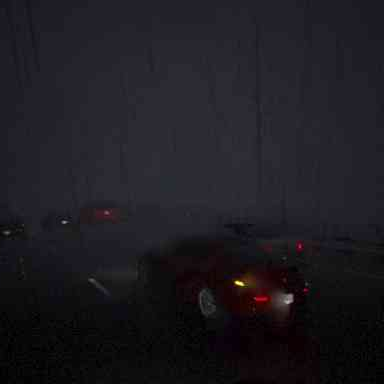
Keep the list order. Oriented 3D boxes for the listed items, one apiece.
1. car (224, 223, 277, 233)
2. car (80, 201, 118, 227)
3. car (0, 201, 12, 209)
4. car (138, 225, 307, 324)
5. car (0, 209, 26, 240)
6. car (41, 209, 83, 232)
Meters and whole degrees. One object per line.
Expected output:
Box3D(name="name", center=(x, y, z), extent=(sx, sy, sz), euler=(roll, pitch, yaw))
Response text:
Box3D(name="car", center=(1.654, 1.786, 12.108), extent=(1.895, 1.301, 4.718), euler=(1, -1, -31))
Box3D(name="car", center=(-7.968, 1.774, 27.992), extent=(2.150, 2.045, 5.566), euler=(1, -2, -31))
Box3D(name="car", center=(-19.313, 1.969, 33.204), extent=(2.150, 2.045, 5.566), euler=(1, -2, -31))
Box3D(name="car", center=(0.373, 1.633, 7.471), extent=(1.812, 1.442, 4.674), euler=(1, -1, -31))
Box3D(name="car", center=(-10.215, 1.844, 18.189), extent=(1.812, 1.442, 4.674), euler=(1, -2, -31))
Box3D(name="car", center=(-9.468, 2.014, 23.707), extent=(1.994, 1.385, 4.181), euler=(1, -2, -31))
